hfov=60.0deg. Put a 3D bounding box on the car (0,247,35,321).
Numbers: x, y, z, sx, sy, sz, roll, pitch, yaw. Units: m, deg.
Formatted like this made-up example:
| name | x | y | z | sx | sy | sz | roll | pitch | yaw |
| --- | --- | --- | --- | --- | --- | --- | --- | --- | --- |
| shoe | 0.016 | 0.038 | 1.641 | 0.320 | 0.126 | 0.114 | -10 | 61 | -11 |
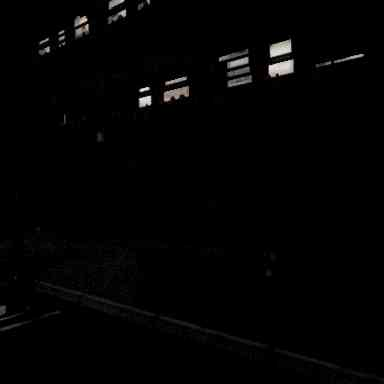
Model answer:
| name | x | y | z | sx | sy | sz | roll | pitch | yaw |
| --- | --- | --- | --- | --- | --- | --- | --- | --- | --- |
| car | -4.671 | 1.551 | 6.222 | 4.403 | 1.369 | 2.008 | 0 | -1 | 36 |
